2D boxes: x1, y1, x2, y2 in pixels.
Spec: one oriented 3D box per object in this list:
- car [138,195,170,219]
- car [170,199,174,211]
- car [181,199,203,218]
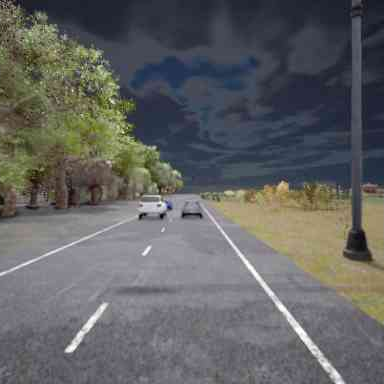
[{"bbox_3d":[-3.494,1.283,30.195,2.150,2.045,5.566,0,0,0],"label":"car"},{"bbox_3d":[-3.465,1.561,43.253,1.882,1.535,5.008,0,0,1],"label":"car"},{"bbox_3d":[0.007,1.627,30.903,1.994,1.385,4.181,0,0,0],"label":"car"}]
